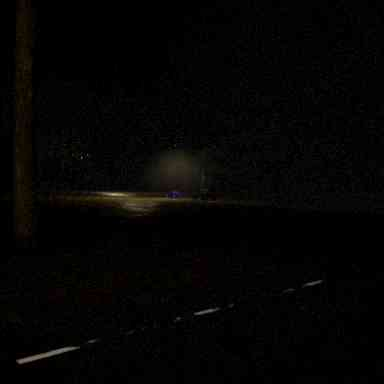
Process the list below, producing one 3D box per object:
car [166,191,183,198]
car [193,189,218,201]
[{"bbox_3d":[-3.588,0.510,69.474,1.812,1.442,4.674,2,0,-35],"label":"car"},{"bbox_3d":[2.431,0.538,61.005,2.150,2.045,5.566,2,0,-35],"label":"car"}]
